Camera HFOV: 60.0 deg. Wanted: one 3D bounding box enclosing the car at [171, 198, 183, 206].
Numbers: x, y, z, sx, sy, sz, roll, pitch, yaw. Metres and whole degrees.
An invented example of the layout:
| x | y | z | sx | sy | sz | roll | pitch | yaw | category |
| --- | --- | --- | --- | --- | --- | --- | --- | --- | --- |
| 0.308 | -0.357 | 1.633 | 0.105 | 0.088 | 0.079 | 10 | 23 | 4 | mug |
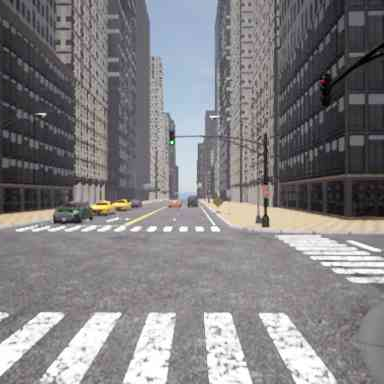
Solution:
| x | y | z | sx | sy | sz | roll | pitch | yaw | category |
| --- | --- | --- | --- | --- | --- | --- | --- | --- | --- |
| -3.108 | 2.103 | 69.656 | 2.128 | 1.511 | 4.902 | 0 | -1 | 0 | car |

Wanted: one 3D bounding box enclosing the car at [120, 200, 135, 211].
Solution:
| x | y | z | sx | sy | sz | roll | pitch | yaw | category |
| --- | --- | --- | --- | --- | --- | --- | --- | --- | --- |
| -9.799 | 1.852 | 46.618 | 1.882 | 1.535 | 5.008 | 0 | -1 | 0 | car |

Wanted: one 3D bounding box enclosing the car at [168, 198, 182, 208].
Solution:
| x | y | z | sx | sy | sz | roll | pitch | yaw | category |
| --- | --- | --- | --- | --- | --- | --- | --- | --- | --- |
| -3.088 | 1.853 | 59.469 | 2.097 | 1.767 | 4.553 | 0 | -1 | 0 | car |

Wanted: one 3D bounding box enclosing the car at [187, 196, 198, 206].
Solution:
| x | y | z | sx | sy | sz | roll | pitch | yaw | category |
| --- | --- | --- | --- | --- | --- | --- | --- | --- | --- |
| 0.144 | 1.832 | 69.895 | 2.150 | 2.045 | 5.566 | 0 | -1 | 0 | car |

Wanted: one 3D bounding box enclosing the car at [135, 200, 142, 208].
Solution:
| x | y | z | sx | sy | sz | roll | pitch | yaw | category |
| --- | --- | --- | --- | --- | --- | --- | --- | --- | --- |
| -9.747 | 2.025 | 57.265 | 2.033 | 1.411 | 5.357 | 0 | -1 | 1 | car |

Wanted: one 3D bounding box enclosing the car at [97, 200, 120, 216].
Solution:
| x | y | z | sx | sy | sz | roll | pitch | yaw | category |
| --- | --- | --- | --- | --- | --- | --- | --- | --- | --- |
| -9.814 | 1.765 | 36.937 | 1.882 | 1.535 | 5.008 | 0 | -1 | 0 | car |

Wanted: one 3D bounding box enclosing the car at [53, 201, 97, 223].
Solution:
| x | y | z | sx | sy | sz | roll | pitch | yaw | category |
| --- | --- | --- | --- | --- | --- | --- | --- | --- | --- |
| -9.822 | 1.561 | 27.751 | 2.097 | 1.767 | 4.553 | 0 | 0 | 0 | car |

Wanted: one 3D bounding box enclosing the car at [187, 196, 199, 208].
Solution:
| x | y | z | sx | sy | sz | roll | pitch | yaw | category |
| --- | --- | --- | --- | --- | --- | --- | --- | --- | --- |
| 0.161 | 2.008 | 59.686 | 1.837 | 1.490 | 4.892 | 0 | -1 | 0 | car |
